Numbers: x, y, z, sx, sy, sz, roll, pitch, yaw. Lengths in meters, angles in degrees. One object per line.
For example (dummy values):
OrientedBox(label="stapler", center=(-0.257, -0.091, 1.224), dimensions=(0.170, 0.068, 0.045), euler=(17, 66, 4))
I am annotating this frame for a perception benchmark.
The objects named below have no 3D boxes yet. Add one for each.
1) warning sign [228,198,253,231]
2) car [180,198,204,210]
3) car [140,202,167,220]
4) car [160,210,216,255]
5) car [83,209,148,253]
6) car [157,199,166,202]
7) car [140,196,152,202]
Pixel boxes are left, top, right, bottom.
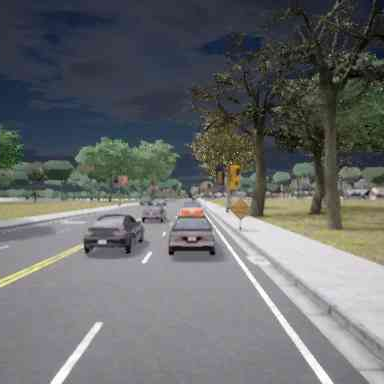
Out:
OrientedBox(label="warning sign", center=(2.848, 1.310, 19.492), dimensions=(1.300, 1.860, 1.060), euler=(0, -1, 0))
OrientedBox(label="car", center=(-0.002, 1.645, 29.067), dimensions=(2.097, 1.767, 4.553), euler=(0, -1, 0))
OrientedBox(label="car", center=(-3.253, 1.842, 28.982), dimensions=(2.033, 1.411, 5.357), euler=(0, -1, 0))
OrientedBox(label="car", center=(-0.001, 1.686, 13.983), dimensions=(2.033, 1.411, 5.357), euler=(0, -1, 0))
OrientedBox(label="car", center=(-3.247, 1.669, 14.359), dimensions=(1.812, 1.442, 4.674), euler=(0, 0, 0))
OrientedBox(label="car", center=(-6.509, 2.260, 70.971), dimensions=(1.812, 1.442, 4.674), euler=(0, -1, 0))
OrientedBox(label="car", center=(-9.759, 1.960, 70.944), dimensions=(2.150, 2.045, 5.566), euler=(0, -1, 0))
